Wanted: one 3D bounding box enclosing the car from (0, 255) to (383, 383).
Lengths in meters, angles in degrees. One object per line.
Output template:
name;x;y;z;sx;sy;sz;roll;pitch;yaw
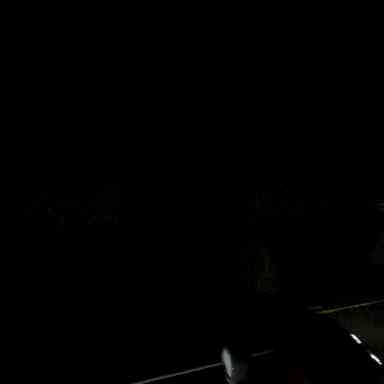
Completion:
car;-0.545;1.352;2.736;4.553;1.767;2.097;0;0;-26
